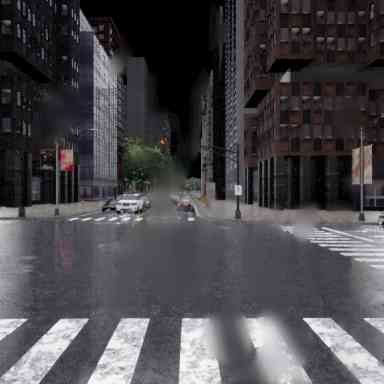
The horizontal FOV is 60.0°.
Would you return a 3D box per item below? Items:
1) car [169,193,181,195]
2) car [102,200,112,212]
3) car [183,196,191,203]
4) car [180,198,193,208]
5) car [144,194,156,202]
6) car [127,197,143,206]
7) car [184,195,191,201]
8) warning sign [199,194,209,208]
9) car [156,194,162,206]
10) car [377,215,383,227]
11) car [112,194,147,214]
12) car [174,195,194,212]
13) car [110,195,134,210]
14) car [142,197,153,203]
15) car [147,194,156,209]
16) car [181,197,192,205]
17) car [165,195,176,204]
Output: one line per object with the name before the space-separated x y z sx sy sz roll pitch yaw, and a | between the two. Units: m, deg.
car | -3.829 1.575 75.426 1.882 1.535 5.008 0 0 -1
car | -9.250 1.574 38.974 1.947 1.339 4.313 0 0 -1
car | -1.036 1.612 71.770 1.752 1.417 4.829 0 0 -1
car | -0.828 1.614 49.901 1.802 1.307 4.206 0 0 -1
car | -9.612 1.417 76.955 2.192 1.841 5.009 0 0 -1
car | -9.403 1.570 55.081 1.752 1.417 4.829 0 0 -1
car | -1.190 1.574 87.875 1.967 1.590 4.097 0 0 -1
warning sign | 1.551 1.131 42.744 1.300 1.860 1.060 0 0 -1
car | -6.729 1.402 55.866 2.097 1.767 4.553 0 -1 0
car | 14.371 1.719 21.052 4.902 1.511 2.128 1 0 0
car | -6.553 1.223 35.613 2.150 2.045 5.566 0 0 -1
car | -0.725 1.448 39.052 1.967 1.590 4.097 0 0 -1
car | -9.302 1.335 44.400 2.192 1.841 5.009 0 0 -1
car | -9.559 1.668 71.528 1.802 1.307 4.206 0 0 -1
car | -6.644 1.375 45.637 2.097 1.767 4.553 0 0 0
car | -0.931 1.603 60.751 1.887 1.381 4.507 0 0 -1
car | -3.632 1.671 65.356 1.895 1.301 4.718 0 0 -1
